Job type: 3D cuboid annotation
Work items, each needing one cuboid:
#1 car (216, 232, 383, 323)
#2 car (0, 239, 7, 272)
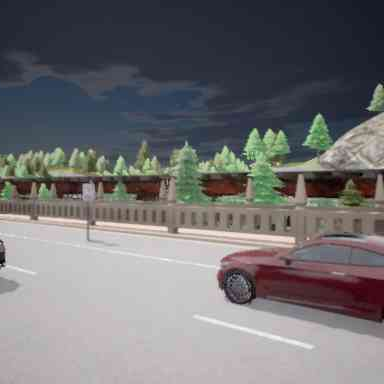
[{"bbox_3d":[2.686,1.514,6.336,4.674,1.442,1.812,0,0,36],"label":"car"},{"bbox_3d":[-6.804,1.460,8.810,4.902,1.511,2.128,0,0,35],"label":"car"}]
